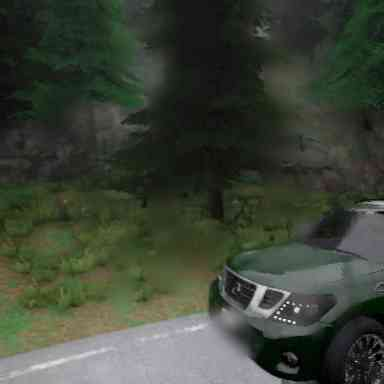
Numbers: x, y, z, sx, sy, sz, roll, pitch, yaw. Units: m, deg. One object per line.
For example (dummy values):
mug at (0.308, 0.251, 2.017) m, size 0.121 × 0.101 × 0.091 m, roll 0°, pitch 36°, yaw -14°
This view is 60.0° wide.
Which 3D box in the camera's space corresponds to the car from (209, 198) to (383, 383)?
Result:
car at (3.054, 1.137, 4.898) m, size 5.566 × 2.045 × 2.150 m, roll -1°, pitch 1°, yaw -19°
